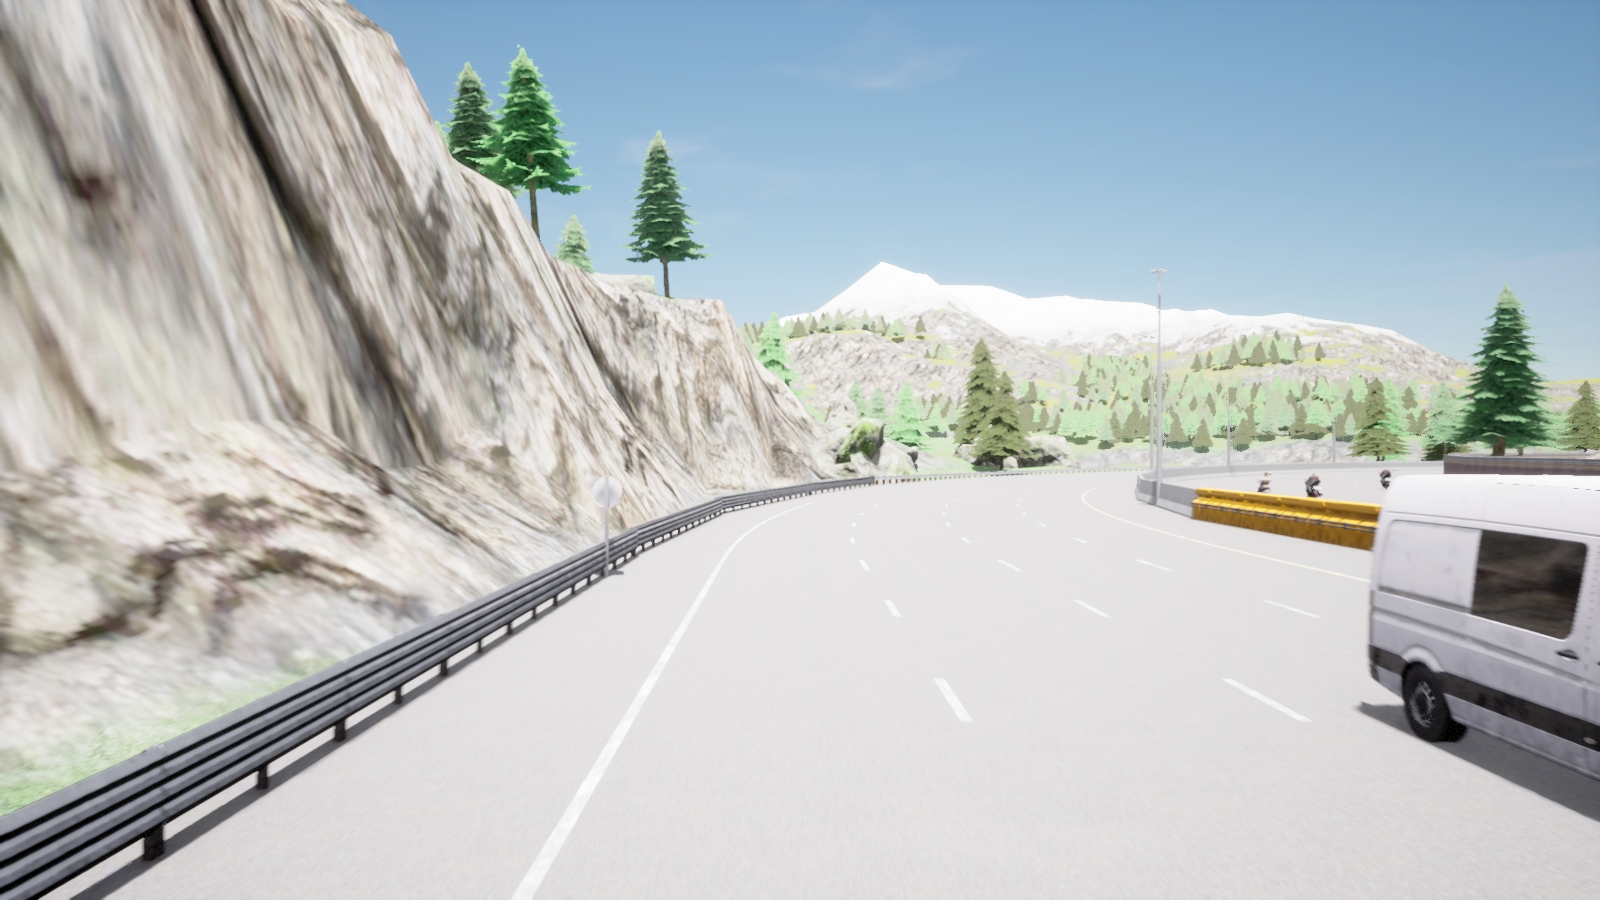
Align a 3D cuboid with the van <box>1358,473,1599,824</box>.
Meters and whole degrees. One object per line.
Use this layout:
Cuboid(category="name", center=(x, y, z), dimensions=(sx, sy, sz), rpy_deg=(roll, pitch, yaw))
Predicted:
Cuboid(category="van", center=(6.992, 1.528, 9.279), dimensions=(1.988, 2.561, 5.915), rpy_deg=(0, 0, 0))
